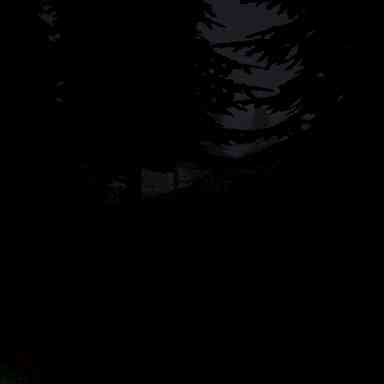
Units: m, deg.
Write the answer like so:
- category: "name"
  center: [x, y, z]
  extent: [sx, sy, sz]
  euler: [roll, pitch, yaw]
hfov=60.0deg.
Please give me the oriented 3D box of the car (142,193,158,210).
- category: "car"
  center: [-6.437, 1.194, 39.240]
  extent: [2.150, 2.045, 5.566]
  euler: [0, 0, 37]
